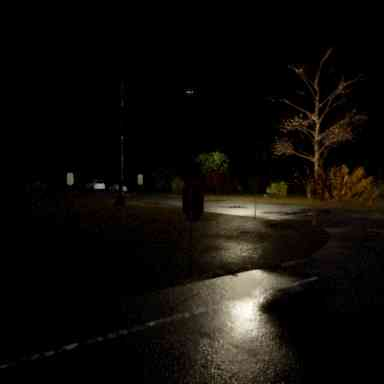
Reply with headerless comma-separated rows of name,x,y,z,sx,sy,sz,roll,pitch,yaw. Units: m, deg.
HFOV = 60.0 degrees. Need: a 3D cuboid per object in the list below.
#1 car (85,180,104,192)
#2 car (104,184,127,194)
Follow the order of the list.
car,-17.525,-1.163,60.040,2.150,2.045,5.566,-1,2,-36
car,-11.652,-0.538,51.917,1.812,1.442,4.674,-1,2,-36
